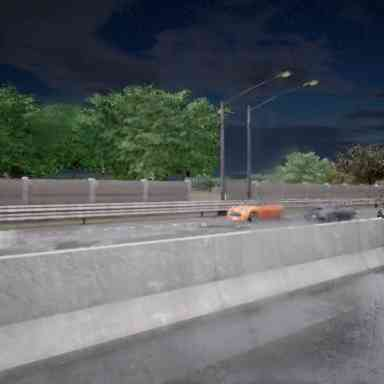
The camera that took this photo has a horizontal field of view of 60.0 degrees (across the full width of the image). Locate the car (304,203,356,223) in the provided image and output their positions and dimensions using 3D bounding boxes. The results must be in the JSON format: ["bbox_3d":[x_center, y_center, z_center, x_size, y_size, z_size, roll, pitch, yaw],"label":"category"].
[{"bbox_3d":[10.002,1.472,24.027,4.181,1.385,1.994,0,0,-35],"label":"car"}]

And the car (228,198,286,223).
[{"bbox_3d":[4.817,1.273,24.629,4.553,1.767,2.097,0,0,-35],"label":"car"}]

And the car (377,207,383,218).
[{"bbox_3d":[14.714,1.402,23.090,4.892,1.490,1.837,0,0,-35],"label":"car"}]
